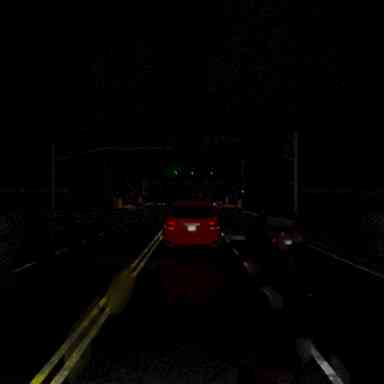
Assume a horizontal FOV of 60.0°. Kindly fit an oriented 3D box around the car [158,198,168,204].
[{"bbox_3d":[-7.487,2.357,86.792,2.033,1.411,5.357,0,-1,0],"label":"car"}]

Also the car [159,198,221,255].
[{"bbox_3d":[-0.002,1.350,14.029,2.150,2.045,5.566,0,0,0],"label":"car"}]

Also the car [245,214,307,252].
[{"bbox_3d":[3.502,1.663,14.390,1.812,1.442,4.674,0,0,0],"label":"car"}]

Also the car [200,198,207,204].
[{"bbox_3d":[3.023,2.384,88.299,1.994,1.385,4.181,0,-1,0],"label":"car"}]

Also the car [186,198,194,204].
[{"bbox_3d":[-0.475,2.387,88.565,1.994,1.385,4.181,0,-1,0],"label":"car"}]
